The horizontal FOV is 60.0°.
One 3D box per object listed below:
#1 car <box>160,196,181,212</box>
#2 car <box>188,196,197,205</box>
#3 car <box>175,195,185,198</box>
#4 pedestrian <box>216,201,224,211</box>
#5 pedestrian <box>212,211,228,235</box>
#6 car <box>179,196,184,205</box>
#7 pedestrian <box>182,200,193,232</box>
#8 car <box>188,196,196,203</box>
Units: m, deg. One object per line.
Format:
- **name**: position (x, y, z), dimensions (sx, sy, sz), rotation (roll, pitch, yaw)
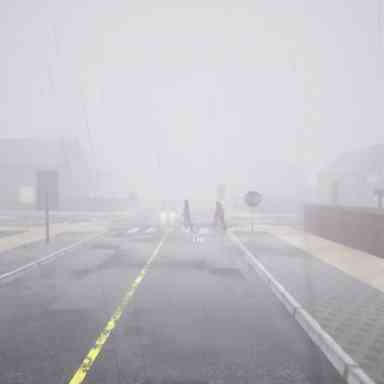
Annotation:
- **car**: position (-2.830, 1.620, 40.890), dimensions (2.128, 1.511, 4.902), rotation (0, 0, 0)
- **car**: position (0.024, 1.934, 69.386), dimensions (1.994, 1.385, 4.181), rotation (0, -1, 0)
- **car**: position (-2.725, 1.602, 70.459), dimensions (2.150, 2.045, 5.566), rotation (0, -1, 0)
- **pedestrian**: position (1.493, 1.322, 18.165), dimensions (0.375, 1.860, 0.375), rotation (-1, 1, 0)
- **pedestrian**: position (1.451, 1.700, 17.406), dimensions (0.500, 1.100, 0.500), rotation (-1, 1, 0)
- **car**: position (-2.811, 1.772, 56.818), dimensions (1.812, 1.442, 4.674), rotation (0, -1, 0)
- **pedestrian**: position (-0.264, 1.324, 18.765), dimensions (0.375, 1.860, 0.375), rotation (-1, 1, 0)
- **car**: position (0.027, 1.816, 79.395), dimensions (1.837, 1.490, 4.892), rotation (0, -1, 0)
